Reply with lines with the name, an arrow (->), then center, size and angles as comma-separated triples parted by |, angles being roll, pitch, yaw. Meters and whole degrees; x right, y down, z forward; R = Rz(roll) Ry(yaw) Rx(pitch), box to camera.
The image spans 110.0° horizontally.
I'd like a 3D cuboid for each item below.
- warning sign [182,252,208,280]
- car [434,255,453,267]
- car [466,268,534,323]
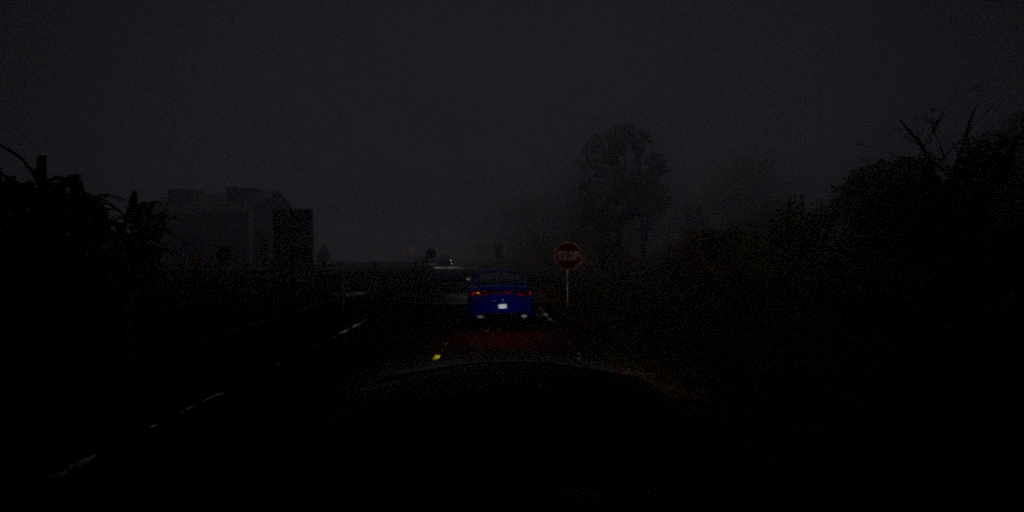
warning sign -> -21.798, 0.659, 24.667 | 1.060, 1.860, 1.300 | 0, 0, -1
car -> -9.711, 0.616, 51.698 | 2.097, 1.767, 4.553 | 0, 1, -15
car -> -0.488, 1.131, 11.787 | 1.882, 1.535, 5.008 | 0, 1, -6
